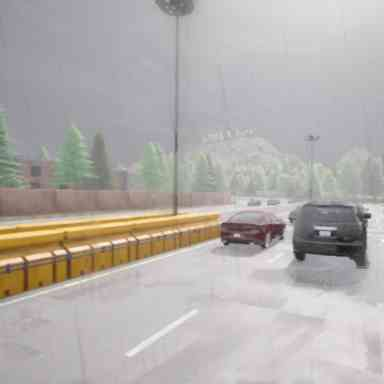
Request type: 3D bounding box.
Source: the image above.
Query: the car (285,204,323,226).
[{"bbox_3d":[9.278,1.803,27.162,2.033,1.411,5.357,0,0,29],"label":"car"}]

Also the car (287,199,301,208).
[{"bbox_3d":[18.681,2.029,60.561,1.882,1.535,5.008,1,0,24],"label":"car"}]

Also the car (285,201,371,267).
[{"bbox_3d":[5.274,1.351,12.329,2.150,2.045,5.566,0,0,29],"label":"car"}]

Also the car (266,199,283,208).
[{"bbox_3d":[15.341,2.016,61.694,2.128,1.511,4.902,0,0,24],"label":"car"}]

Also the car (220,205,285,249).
[{"bbox_3d":[2.996,1.599,15.450,1.882,1.535,5.008,0,0,29],"label":"car"}]
